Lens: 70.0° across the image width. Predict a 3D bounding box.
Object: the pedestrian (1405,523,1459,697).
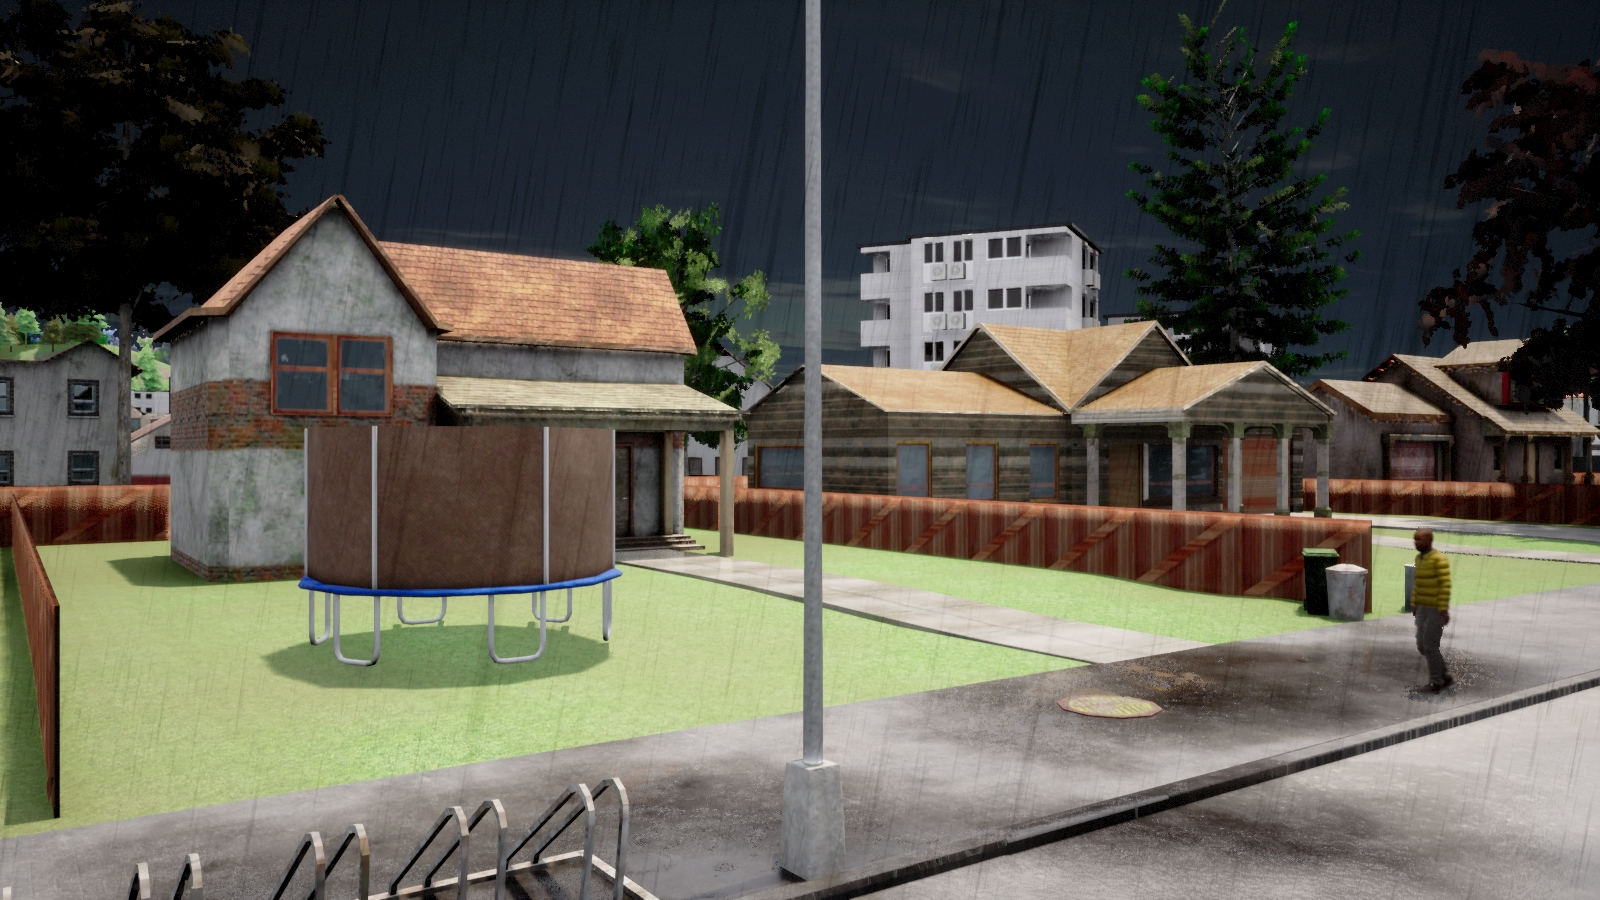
[{"bbox_3d":[6.942,1.746,12.559,0.375,1.860,0.375,0,0,-2],"label":"pedestrian"}]
